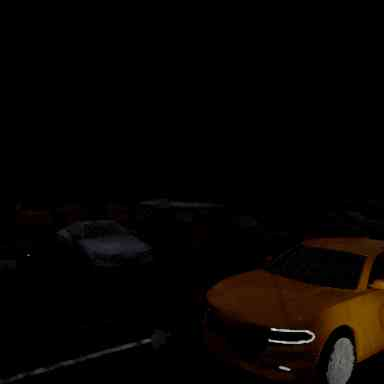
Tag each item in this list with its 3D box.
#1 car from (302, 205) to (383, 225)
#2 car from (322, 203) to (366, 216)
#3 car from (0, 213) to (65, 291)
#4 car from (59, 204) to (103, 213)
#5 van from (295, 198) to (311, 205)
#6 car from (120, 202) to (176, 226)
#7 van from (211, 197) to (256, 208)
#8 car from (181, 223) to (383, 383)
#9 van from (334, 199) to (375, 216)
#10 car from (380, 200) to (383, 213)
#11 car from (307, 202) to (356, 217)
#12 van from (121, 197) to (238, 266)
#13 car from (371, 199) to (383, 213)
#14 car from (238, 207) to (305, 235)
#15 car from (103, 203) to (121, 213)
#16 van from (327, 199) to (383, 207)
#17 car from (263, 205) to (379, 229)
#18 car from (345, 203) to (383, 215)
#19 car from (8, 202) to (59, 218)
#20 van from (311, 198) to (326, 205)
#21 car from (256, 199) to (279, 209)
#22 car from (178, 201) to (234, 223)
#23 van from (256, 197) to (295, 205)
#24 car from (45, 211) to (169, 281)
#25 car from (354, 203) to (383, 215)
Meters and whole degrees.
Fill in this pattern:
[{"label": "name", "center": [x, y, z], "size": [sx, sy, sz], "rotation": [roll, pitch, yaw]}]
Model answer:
[{"label": "car", "center": [8.456, 1.690, 18.281], "size": [2.002, 1.452, 4.674], "rotation": [1, 0, -35]}, {"label": "car", "center": [19.033, 2.143, 41.873], "size": [2.002, 1.452, 4.674], "rotation": [2, -1, -35]}, {"label": "car", "center": [-5.124, 1.521, 8.637], "size": [2.163, 1.488, 4.792], "rotation": [1, 0, -35]}, {"label": "car", "center": [-8.118, 1.545, 22.522], "size": [2.097, 1.535, 5.008], "rotation": [1, 0, -35]}, {"label": "van", "center": [9.948, 1.593, 35.545], "size": [1.878, 1.987, 4.442], "rotation": [2, -1, -35]}, {"label": "car", "center": [-3.503, 1.600, 25.809], "size": [2.231, 1.521, 4.892], "rotation": [1, 0, -35]}, {"label": "van", "center": [3.330, 1.452, 30.542], "size": [1.878, 1.987, 4.442], "rotation": [1, 0, -35]}, {"label": "car", "center": [2.461, 1.522, 5.441], "size": [5.008, 1.535, 1.882], "rotation": [1, 0, -36]}, {"label": "van", "center": [21.123, 1.945, 43.508], "size": [1.878, 1.987, 4.442], "rotation": [2, -1, -35]}, {"label": "car", "center": [32.586, 2.277, 51.499], "size": [2.435, 2.045, 5.566], "rotation": [2, -1, -35]}, {"label": "car", "center": [16.780, 2.032, 40.263], "size": [2.097, 1.535, 5.008], "rotation": [2, -1, -35]}, {"label": "van", "center": [-0.651, 1.318, 11.931], "size": [1.878, 1.987, 4.442], "rotation": [1, 0, -35]}, {"label": "car", "center": [30.331, 2.206, 49.892], "size": [2.435, 2.045, 5.566], "rotation": [2, -1, -35]}, {"label": "car", "center": [1.672, 1.570, 13.450], "size": [2.097, 1.535, 5.008], "rotation": [1, 0, -35]}, {"label": "car", "center": [-5.760, 1.572, 24.202], "size": [2.097, 1.535, 5.008], "rotation": [1, 0, -35]}, {"label": "van", "center": [10.788, 1.450, 19.796], "size": [1.878, 1.987, 4.442], "rotation": [1, 0, -35]}, {"label": "car", "center": [6.213, 1.653, 16.643], "size": [2.163, 1.488, 4.792], "rotation": [1, 0, -36]}, {"label": "car", "center": [23.439, 2.282, 45.018], "size": [2.002, 1.452, 4.674], "rotation": [2, -1, -35]}, {"label": "car", "center": [-10.256, 1.394, 20.966], "size": [2.185, 1.767, 4.553], "rotation": [1, 0, -35]}, {"label": "van", "center": [12.101, 1.661, 37.080], "size": [1.878, 1.987, 4.442], "rotation": [2, -1, -35]}, {"label": "car", "center": [5.513, 1.704, 32.248], "size": [2.097, 1.535, 5.008], "rotation": [1, 0, -35]}, {"label": "car", "center": [1.113, 1.649, 28.879], "size": [1.946, 1.575, 5.366], "rotation": [1, 0, -36]}, {"label": "van", "center": [7.720, 1.519, 33.671], "size": [1.878, 1.987, 4.442], "rotation": [1, -1, -35]}, {"label": "car", "center": [-2.848, 1.558, 10.226], "size": [2.002, 1.452, 4.674], "rotation": [1, 0, -35]}, {"label": "car", "center": [25.801, 2.316, 46.692], "size": [2.097, 1.535, 5.008], "rotation": [2, -1, -35]}]
